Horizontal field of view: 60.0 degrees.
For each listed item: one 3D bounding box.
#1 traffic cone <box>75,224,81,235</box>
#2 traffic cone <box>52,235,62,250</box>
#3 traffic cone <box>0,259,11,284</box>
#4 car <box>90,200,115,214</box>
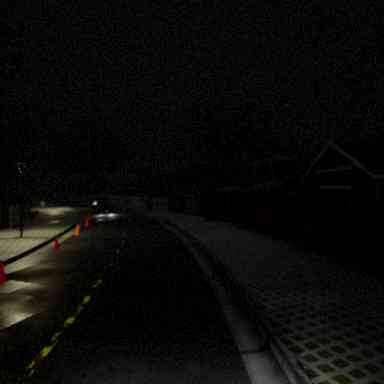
[{"bbox_3d":[-6.217,2.030,18.149,0.340,0.580,0.340,0,0,-11],"label":"traffic cone"},{"bbox_3d":[-5.422,2.021,13.331,0.340,0.580,0.340,0,0,-8],"label":"traffic cone"},{"bbox_3d":[-4.853,2.008,8.481,0.340,0.580,0.340,0,0,-5],"label":"traffic cone"},{"bbox_3d":[-10.329,1.663,38.025,2.033,1.411,5.357,0,0,-27],"label":"car"}]
